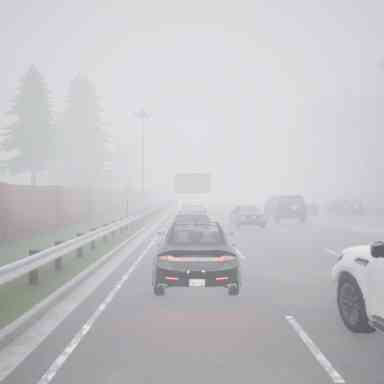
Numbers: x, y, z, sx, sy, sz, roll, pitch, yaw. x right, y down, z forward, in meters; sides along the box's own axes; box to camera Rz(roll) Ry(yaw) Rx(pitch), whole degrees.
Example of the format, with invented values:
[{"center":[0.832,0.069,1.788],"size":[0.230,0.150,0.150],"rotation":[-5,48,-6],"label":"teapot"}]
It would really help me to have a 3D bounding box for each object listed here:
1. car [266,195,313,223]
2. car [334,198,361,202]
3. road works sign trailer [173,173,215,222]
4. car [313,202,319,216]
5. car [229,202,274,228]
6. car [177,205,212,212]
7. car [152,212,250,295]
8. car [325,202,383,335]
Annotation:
[{"center":[7.082,1.224,25.667],"size":[2.150,2.045,5.566],"rotation":[0,0,0],"label":"car"},{"center":[14.078,1.352,30.761],"size":[2.097,1.767,4.553],"rotation":[0,0,0],"label":"car"},{"center":[0.057,0.464,23.006],"size":[2.380,3.560,2.880],"rotation":[0,0,-2],"label":"road works sign trailer"},{"center":[10.577,1.477,32.137],"size":[1.882,1.535,5.008],"rotation":[0,0,0],"label":"car"},{"center":[3.583,1.548,22.009],"size":[2.033,1.411,5.357],"rotation":[0,0,-1],"label":"car"},{"center":[0.122,1.474,19.087],"size":[1.882,1.535,5.008],"rotation":[0,0,4],"label":"car"},{"center":[0.094,1.491,8.669],"size":[2.128,1.511,4.902],"rotation":[0,0,0],"label":"car"},{"center":[3.597,1.214,3.644],"size":[2.150,2.045,5.566],"rotation":[0,-1,0],"label":"car"}]
